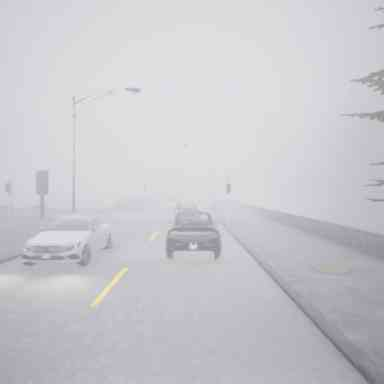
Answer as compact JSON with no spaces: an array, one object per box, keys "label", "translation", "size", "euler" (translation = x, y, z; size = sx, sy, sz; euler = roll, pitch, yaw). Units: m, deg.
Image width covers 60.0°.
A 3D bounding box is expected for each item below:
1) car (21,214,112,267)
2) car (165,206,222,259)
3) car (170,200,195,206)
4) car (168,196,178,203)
[{"label":"car","translation":[-4.073,1.531,11.618],"size":[1.812,1.442,4.674],"euler":[0,0,0]},{"label":"car","translation":[0.061,1.494,12.641],"size":[2.128,1.511,4.902],"euler":[0,0,0]},{"label":"car","translation":[-0.562,1.612,27.473],"size":[1.895,1.301,4.718],"euler":[0,0,-8]},{"label":"car","translation":[-4.001,1.580,69.717],"size":[1.994,1.385,4.181],"euler":[0,0,0]}]
